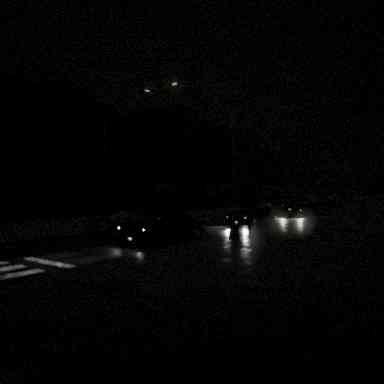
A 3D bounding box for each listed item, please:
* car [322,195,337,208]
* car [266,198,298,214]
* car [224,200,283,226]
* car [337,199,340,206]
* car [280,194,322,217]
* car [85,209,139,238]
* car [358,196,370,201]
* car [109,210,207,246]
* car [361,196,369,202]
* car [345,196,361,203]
[{"bbox_3d":[19.540,1.319,49.518,2.192,1.841,5.009,0,0,35],"label":"car"},{"bbox_3d":[9.715,1.446,35.597,1.967,1.590,4.097,0,0,35],"label":"car"},{"bbox_3d":[4.334,1.548,23.567,2.033,1.411,5.357,0,0,36],"label":"car"},{"bbox_3d":[22.817,1.569,54.158,1.947,1.339,4.313,0,0,35],"label":"car"},{"bbox_3d":[10.416,1.213,32.173,2.150,2.045,5.566,0,0,36],"label":"car"},{"bbox_3d":[-3.383,1.584,17.036,2.008,1.369,4.403,0,0,35],"label":"car"},{"bbox_3d":[42.466,1.590,81.999,1.887,1.381,4.507,-1,0,35],"label":"car"},{"bbox_3d":[-1.307,1.618,15.583,1.895,1.301,4.718,0,0,35],"label":"car"},{"bbox_3d":[39.093,1.557,77.220,1.752,1.417,4.829,-1,0,35],"label":"car"},{"bbox_3d":[32.641,1.579,68.078,1.947,1.339,4.313,0,0,35],"label":"car"}]
